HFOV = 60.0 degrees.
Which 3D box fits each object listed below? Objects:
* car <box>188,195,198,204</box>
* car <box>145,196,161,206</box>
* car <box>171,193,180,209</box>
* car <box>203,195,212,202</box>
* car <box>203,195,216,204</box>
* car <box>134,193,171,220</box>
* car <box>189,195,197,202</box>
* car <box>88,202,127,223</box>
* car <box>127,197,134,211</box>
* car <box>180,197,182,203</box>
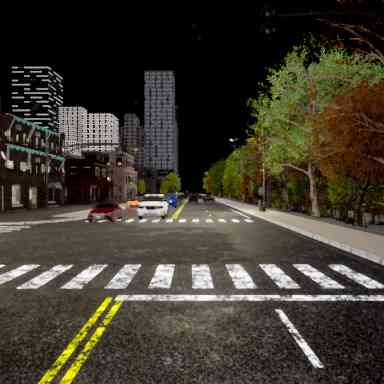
[{"bbox_3d":[0.246,1.480,65.255,1.837,1.490,4.892,0,0,0],"label":"car"},{"bbox_3d":[-6.459,1.471,56.078,2.128,1.511,4.902,0,0,0],"label":"car"},{"bbox_3d":[-3.242,1.208,46.460,2.150,2.045,5.566,0,0,0],"label":"car"},{"bbox_3d":[3.414,1.448,74.257,1.882,1.535,5.008,0,0,0],"label":"car"},{"bbox_3d":[3.494,1.467,63.987,2.128,1.511,4.902,0,0,0],"label":"car"},{"bbox_3d":[-3.280,1.213,28.786,2.150,2.045,5.566,0,0,0],"label":"car"},{"bbox_3d":[0.180,1.493,75.592,1.812,1.442,4.674,0,0,0],"label":"car"},{"bbox_3d":[-6.545,1.519,25.608,1.812,1.442,4.674,0,0,0],"label":"car"},{"bbox_3d":[-6.512,1.339,39.740,2.097,1.767,4.553,0,0,0],"label":"car"},{"bbox_3d":[-3.103,1.468,67.903,2.128,1.511,4.902,0,0,0],"label":"car"}]
